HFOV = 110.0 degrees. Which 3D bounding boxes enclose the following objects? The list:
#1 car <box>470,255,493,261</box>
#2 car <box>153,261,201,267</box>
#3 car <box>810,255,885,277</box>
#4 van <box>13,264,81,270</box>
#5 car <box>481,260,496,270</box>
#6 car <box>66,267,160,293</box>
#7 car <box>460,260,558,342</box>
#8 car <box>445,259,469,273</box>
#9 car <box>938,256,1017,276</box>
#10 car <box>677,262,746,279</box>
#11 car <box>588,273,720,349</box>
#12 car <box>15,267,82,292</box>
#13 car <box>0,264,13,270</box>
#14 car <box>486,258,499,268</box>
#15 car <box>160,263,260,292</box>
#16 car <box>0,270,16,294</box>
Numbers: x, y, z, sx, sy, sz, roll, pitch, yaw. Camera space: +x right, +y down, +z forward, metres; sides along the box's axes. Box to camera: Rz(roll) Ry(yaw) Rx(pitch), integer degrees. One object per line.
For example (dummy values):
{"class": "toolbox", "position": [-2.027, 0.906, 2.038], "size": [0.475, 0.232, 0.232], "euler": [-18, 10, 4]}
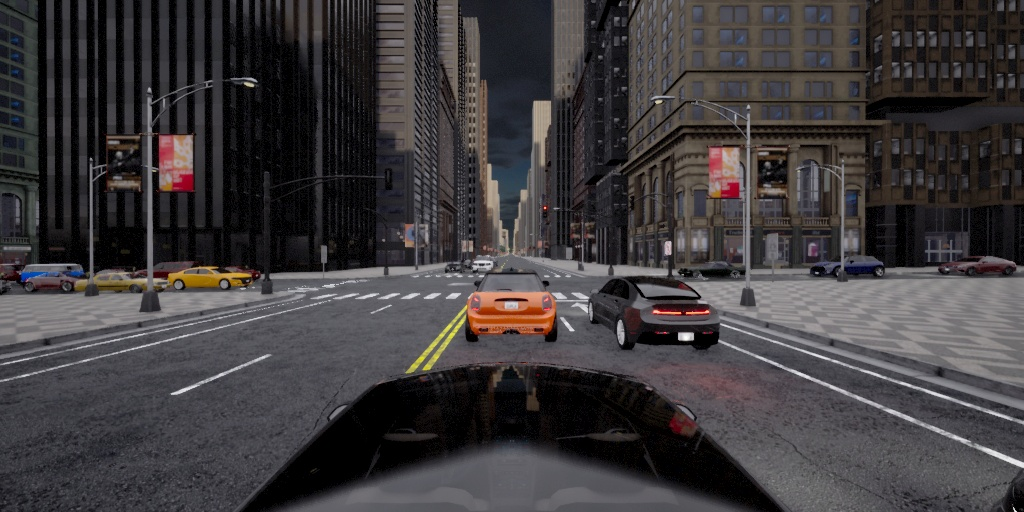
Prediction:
{"class": "car", "position": [-3.449, 0.952, 43.358], "size": [2.150, 2.045, 5.566], "euler": [0, 0, 0]}
{"class": "car", "position": [-29.128, 1.414, 30.680], "size": [5.009, 1.841, 2.192], "euler": [0, 0, 0]}
{"class": "car", "position": [26.106, 0.717, 28.052], "size": [4.553, 1.767, 2.097], "euler": [-1, 0, 0]}
{"class": "van", "position": [-39.303, 1.578, 30.689], "size": [3.998, 1.789, 1.690], "euler": [0, 0, 0]}
{"class": "car", "position": [-3.457, 1.285, 53.329], "size": [1.994, 1.385, 4.181], "euler": [0, 0, 1]}
{"class": "car", "position": [-23.880, 1.593, 22.147], "size": [4.829, 1.417, 1.751], "euler": [0, 0, 0]}
{"class": "car", "position": [-0.007, 1.101, 9.963], "size": [2.097, 1.767, 4.553], "euler": [0, 0, 0]}
{"class": "car", "position": [-6.697, 1.295, 42.515], "size": [1.994, 1.385, 4.181], "euler": [0, 0, 0]}
{"class": "car", "position": [36.379, 0.754, 28.051], "size": [4.674, 1.442, 1.812], "euler": [-1, 0, 0]}
{"class": "car", "position": [15.577, 1.107, 28.043], "size": [4.718, 1.301, 1.895], "euler": [-1, 0, 0]}
{"class": "car", "position": [3.235, 1.254, 9.102], "size": [1.837, 1.490, 4.892], "euler": [0, 0, 0]}
{"class": "car", "position": [-30.780, 1.711, 24.819], "size": [4.181, 1.385, 1.994], "euler": [-1, 0, 1]}
{"class": "car", "position": [-44.390, 1.621, 30.694], "size": [5.009, 1.841, 2.192], "euler": [0, 0, 0]}
{"class": "car", "position": [-3.464, 1.197, 63.594], "size": [2.128, 1.511, 4.902], "euler": [0, 0, 0]}
{"class": "car", "position": [-20.782, 1.489, 24.807], "size": [5.008, 1.535, 1.882], "euler": [-1, 0, 0]}
{"class": "car", "position": [-33.822, 1.751, 22.145], "size": [4.403, 1.370, 2.007], "euler": [0, 0, 0]}
